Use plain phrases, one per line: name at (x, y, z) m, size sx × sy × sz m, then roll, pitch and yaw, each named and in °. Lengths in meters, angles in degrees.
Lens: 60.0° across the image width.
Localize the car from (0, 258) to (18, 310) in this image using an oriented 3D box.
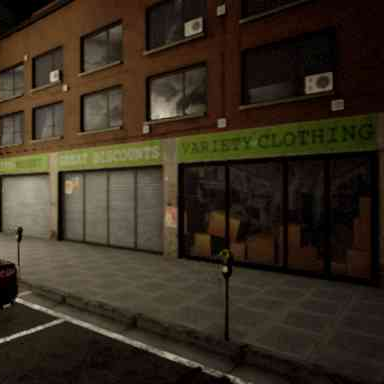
car at (-5.188, 1.540, 6.508) m, size 4.507 × 1.381 × 1.887 m, roll 0°, pitch 0°, yaw 35°
